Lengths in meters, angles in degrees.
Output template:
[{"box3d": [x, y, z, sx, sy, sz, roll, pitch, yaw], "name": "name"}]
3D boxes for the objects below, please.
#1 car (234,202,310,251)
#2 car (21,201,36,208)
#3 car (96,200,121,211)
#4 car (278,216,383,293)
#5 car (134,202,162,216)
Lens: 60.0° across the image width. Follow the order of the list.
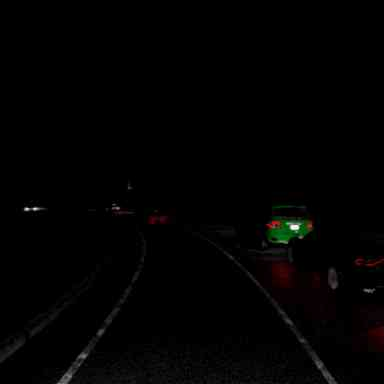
[{"box3d": [3.685, 1.506, 15.893, 2.150, 2.045, 5.566, 1, 0, -9], "name": "car"}, {"box3d": [-32.516, 2.429, 66.119, 1.895, 1.301, 4.718, -2, 1, -40], "name": "car"}, {"box3d": [-12.040, 1.966, 47.978, 1.837, 1.490, 4.892, -2, 0, -42], "name": "car"}, {"box3d": [4.316, 1.735, 9.625, 1.882, 1.535, 5.008, 2, 0, -3], "name": "car"}, {"box3d": [-5.074, 1.853, 37.805, 2.128, 1.511, 4.902, 0, 0, -31], "name": "car"}]
